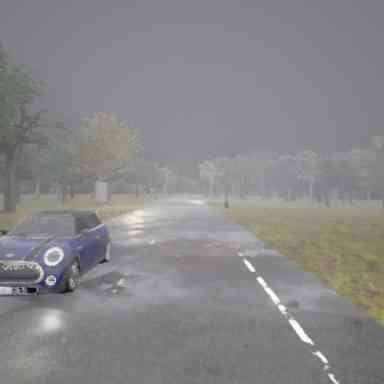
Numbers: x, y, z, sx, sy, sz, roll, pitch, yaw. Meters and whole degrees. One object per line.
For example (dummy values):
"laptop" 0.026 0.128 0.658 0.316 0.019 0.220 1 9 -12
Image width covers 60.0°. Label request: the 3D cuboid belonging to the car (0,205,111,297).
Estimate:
"car" -3.581 1.285 8.602 2.097 1.767 4.553 1 0 0
